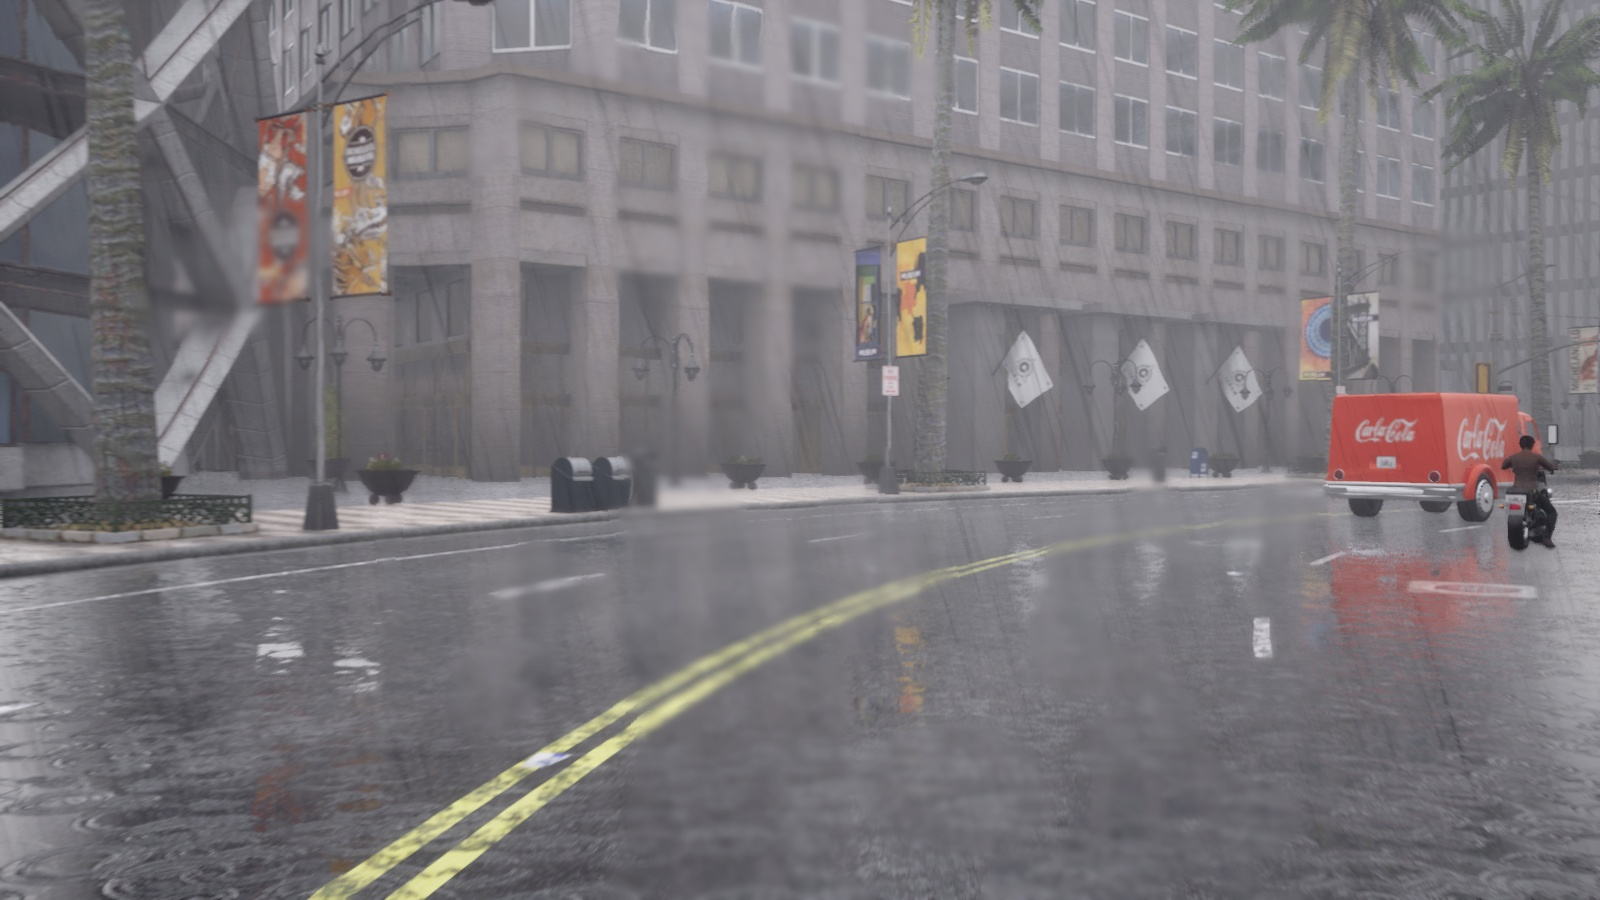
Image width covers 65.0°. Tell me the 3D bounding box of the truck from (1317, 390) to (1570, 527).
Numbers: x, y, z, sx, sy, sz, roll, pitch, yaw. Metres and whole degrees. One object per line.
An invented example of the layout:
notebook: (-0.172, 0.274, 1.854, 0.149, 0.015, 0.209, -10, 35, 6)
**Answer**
truck: (13.015, 0.141, 25.291, 5.204, 2.467, 2.627, 0, 0, -39)

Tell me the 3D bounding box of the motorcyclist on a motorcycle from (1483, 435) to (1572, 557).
motorcyclist on a motorcycle: (10.515, 0.614, 18.112, 0.766, 1.649, 2.350, 0, 0, 39)
